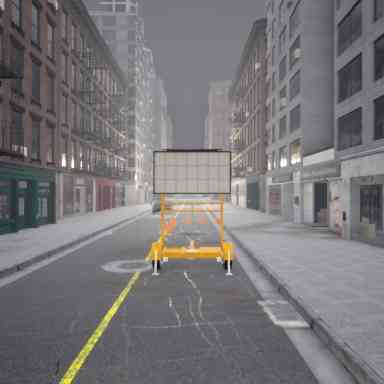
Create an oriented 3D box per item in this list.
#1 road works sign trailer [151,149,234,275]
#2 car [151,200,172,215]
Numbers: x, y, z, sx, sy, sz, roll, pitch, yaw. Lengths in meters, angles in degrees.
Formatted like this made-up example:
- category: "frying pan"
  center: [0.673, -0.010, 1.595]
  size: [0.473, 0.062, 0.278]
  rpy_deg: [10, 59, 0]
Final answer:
- category: "road works sign trailer"
  center: [0.010, 0.462, 10.405]
  size: [2.380, 3.560, 2.880]
  rpy_deg: [0, 0, 0]
- category: "car"
  center: [-2.988, 1.533, 34.138]
  size: [2.033, 1.411, 5.357]
  rpy_deg: [0, 0, 0]
